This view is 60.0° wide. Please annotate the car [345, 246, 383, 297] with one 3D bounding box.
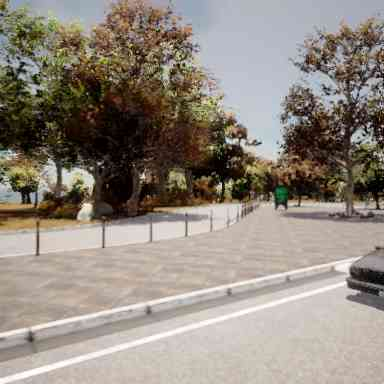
[{"bbox_3d":[5.861,1.571,7.828,5.357,1.411,2.033,0,0,-35],"label":"car"}]
